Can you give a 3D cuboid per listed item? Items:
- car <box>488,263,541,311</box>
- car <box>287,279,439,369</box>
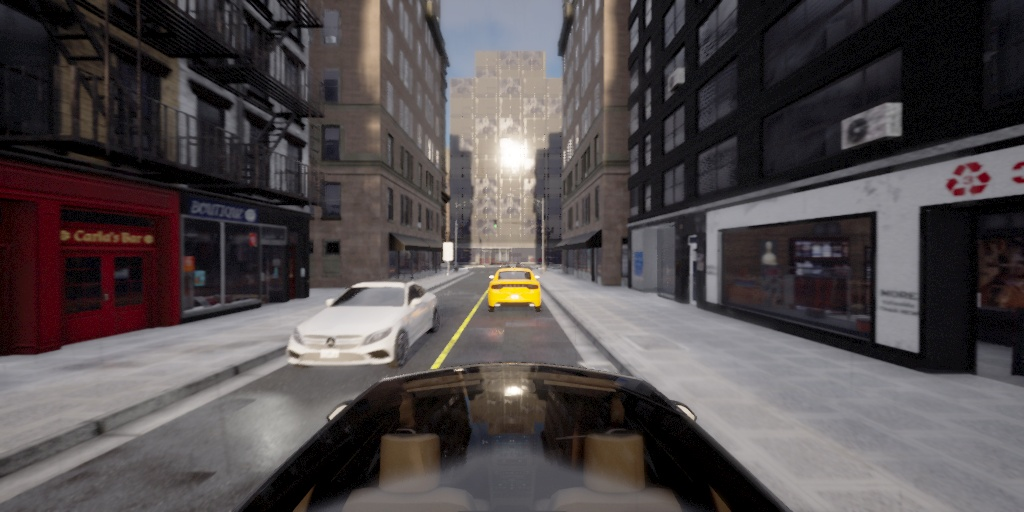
[{"bbox_3d":[0.096,1.208,14.440,1.882,1.535,5.008,0,0,0],"label":"car"},{"bbox_3d":[-2.852,1.268,7.939,1.812,1.442,4.674,0,0,0],"label":"car"}]
